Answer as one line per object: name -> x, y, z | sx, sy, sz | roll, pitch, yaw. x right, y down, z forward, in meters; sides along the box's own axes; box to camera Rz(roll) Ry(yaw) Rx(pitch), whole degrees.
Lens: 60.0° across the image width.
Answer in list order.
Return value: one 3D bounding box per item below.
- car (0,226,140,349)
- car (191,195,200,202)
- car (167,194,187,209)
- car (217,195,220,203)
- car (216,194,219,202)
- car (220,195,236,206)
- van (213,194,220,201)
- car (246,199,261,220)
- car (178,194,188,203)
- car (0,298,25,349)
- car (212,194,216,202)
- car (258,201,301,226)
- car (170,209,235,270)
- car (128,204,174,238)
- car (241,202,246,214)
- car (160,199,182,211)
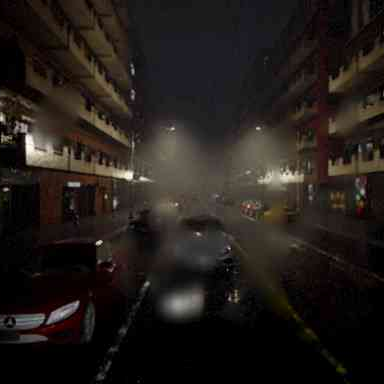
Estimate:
car -> -2.311, 1.587, 6.312 | 1.802, 1.307, 4.206 | -1, 0, 0
car -> 0.807, 1.425, 80.769 | 2.097, 1.767, 4.553 | 0, 0, 0
car -> -2.126, 1.349, 39.924 | 2.192, 1.841, 5.009 | -1, 0, 0
car -> 6.383, 1.608, 62.256 | 2.008, 1.369, 4.403 | -1, 0, 0
car -> 6.416, 1.588, 68.028 | 1.752, 1.417, 4.829 | -1, 0, 0
car -> 6.352, 1.617, 56.653 | 1.947, 1.339, 4.313 | -1, 0, 0
van -> 6.538, 1.426, 90.266 | 1.690, 1.788, 3.998 | -1, 0, 0
car -> 6.195, 1.591, 28.644 | 1.947, 1.339, 4.313 | -1, 0, 0
car -> -1.937, 1.381, 73.536 | 2.192, 1.841, 5.009 | -1, 0, 0
car -> -2.342, 1.582, 0.710 | 1.802, 1.307, 4.206 | -1, 0, 0
car -> 6.476, 1.513, 79.062 | 1.967, 1.590, 4.097 | -1, 0, 0
car -> 6.164, 1.546, 23.212 | 1.752, 1.417, 4.829 | -1, 0, 0
car -> 0.318, 1.536, 11.227 | 1.812, 1.442, 4.674 | 0, 1, 0
car -> -2.248, 1.565, 17.516 | 2.008, 1.369, 4.403 | -1, 0, 0
car -> 6.224, 1.471, 34.246 | 1.967, 1.590, 4.097 | -1, 0, 0
car -> -2.185, 1.574, 28.720 | 2.008, 1.369, 4.403 | -1, 0, 0
